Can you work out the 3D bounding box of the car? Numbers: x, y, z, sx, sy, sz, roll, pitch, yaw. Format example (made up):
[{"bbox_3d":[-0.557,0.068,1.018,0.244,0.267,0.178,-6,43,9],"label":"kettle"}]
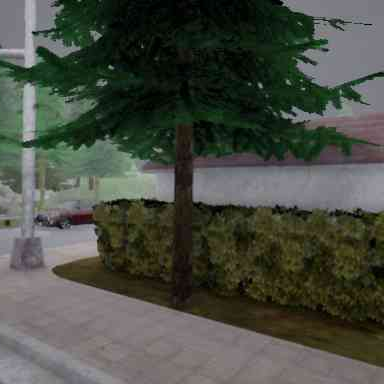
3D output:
[{"bbox_3d":[-7.077,1.215,20.215,2.097,1.767,4.553,1,1,35],"label":"car"}]
